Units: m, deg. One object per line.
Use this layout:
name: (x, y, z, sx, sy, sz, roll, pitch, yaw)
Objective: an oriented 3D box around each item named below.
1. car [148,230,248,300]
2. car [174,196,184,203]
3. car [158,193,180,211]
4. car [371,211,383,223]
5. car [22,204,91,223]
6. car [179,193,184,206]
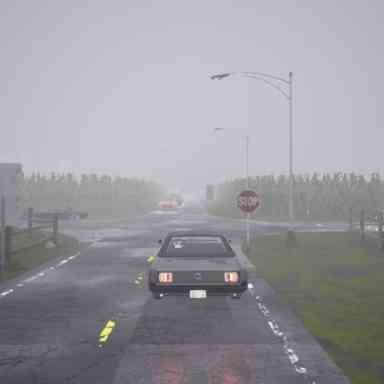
car: (0.073, 1.601, 8.377, 1.895, 1.301, 4.718, 0, 0, -1)
car: (-2.737, 1.487, 69.490, 1.812, 1.442, 4.674, 0, 0, 0)
car: (-2.838, 1.341, 39.862, 2.097, 1.767, 4.553, 0, 0, 0)
car: (15.250, 1.686, 23.949, 4.181, 1.385, 1.994, 0, -1, 0)
car: (-9.890, 1.564, 24.227, 4.718, 1.301, 1.895, 1, 0, -13)
car: (-2.818, 1.202, 54.536, 2.150, 2.045, 5.566, 0, 0, 0)
